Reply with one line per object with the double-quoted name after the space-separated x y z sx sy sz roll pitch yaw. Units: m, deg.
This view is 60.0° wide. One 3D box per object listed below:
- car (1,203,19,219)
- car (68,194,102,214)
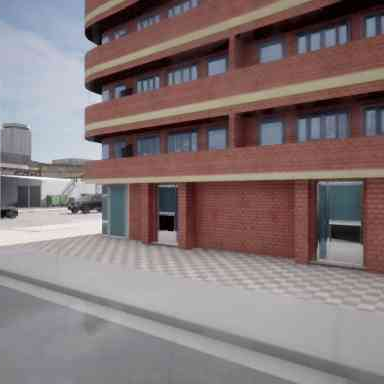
-16.599 1.567 27.299 1.994 1.385 4.181 0 0 34 "car"
-10.632 1.225 36.043 2.150 2.045 5.566 0 0 34 "car"
